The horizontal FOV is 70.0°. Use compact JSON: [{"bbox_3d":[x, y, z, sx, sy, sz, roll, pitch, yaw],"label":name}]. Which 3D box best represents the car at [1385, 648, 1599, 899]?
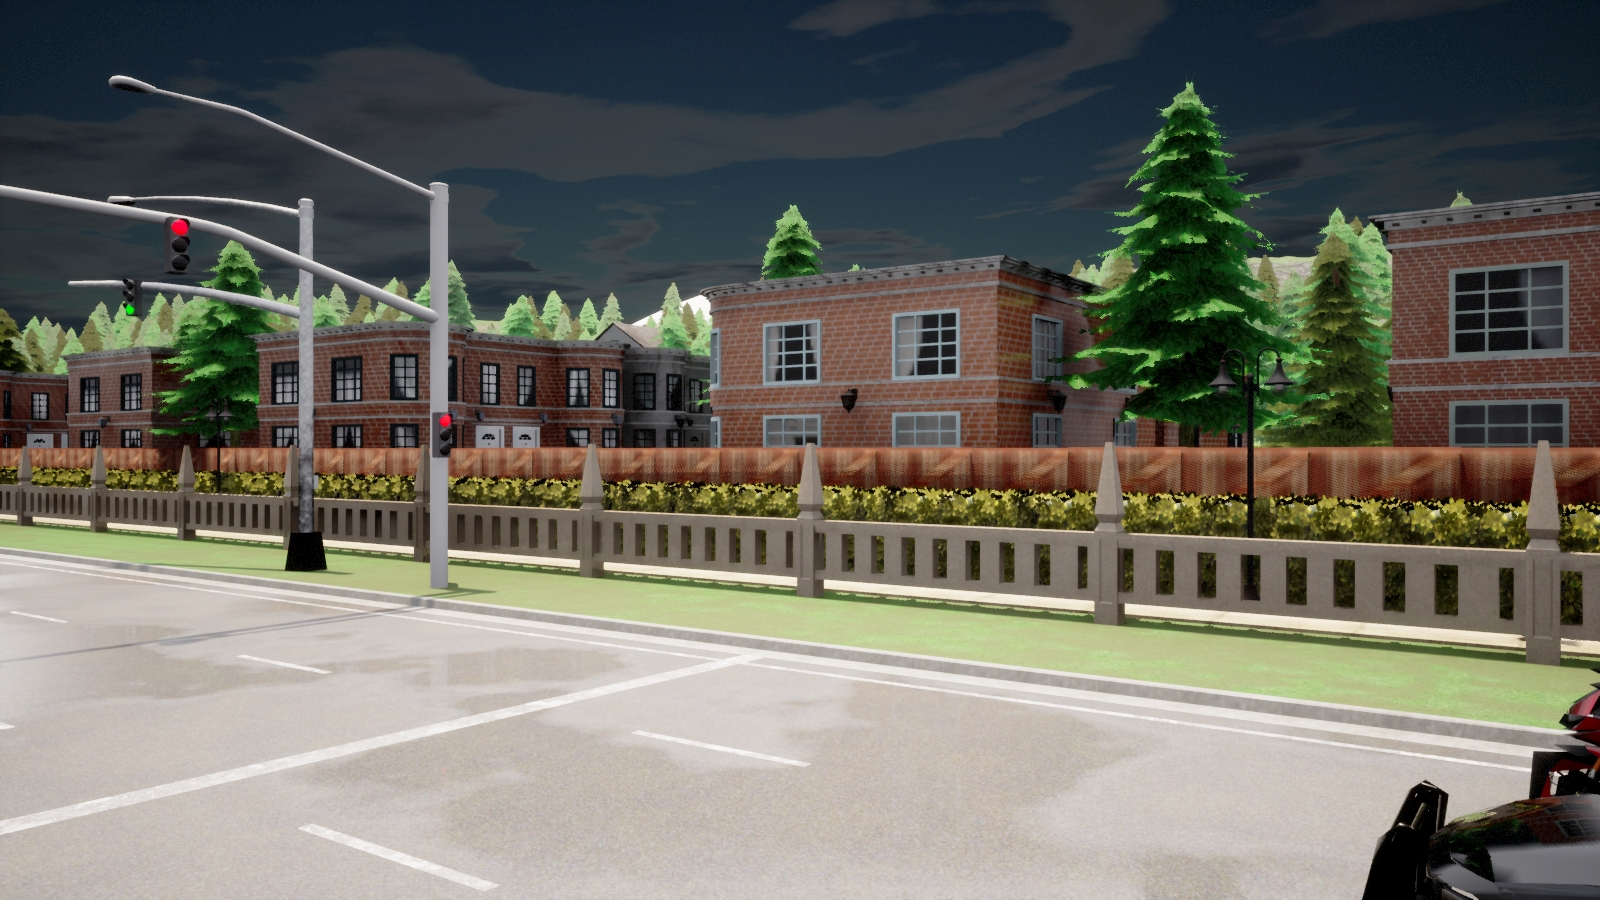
[{"bbox_3d":[5.302,1.983,4.345,5.238,1.638,2.097,0,0,35],"label":"car"}]

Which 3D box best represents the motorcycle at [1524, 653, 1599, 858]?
[{"bbox_3d":[6.334,2.205,7.895,2.209,1.251,0.867,0,0,35],"label":"motorcycle"}]

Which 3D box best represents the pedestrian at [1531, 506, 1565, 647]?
[{"bbox_3d":[10.144,1.701,15.492,0.375,1.860,0.375,0,0,35],"label":"pedestrian"}]

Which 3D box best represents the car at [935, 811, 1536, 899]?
[{"bbox_3d":[2.178,2.065,2.259,4.193,1.474,1.816,0,0,35],"label":"car"}]
